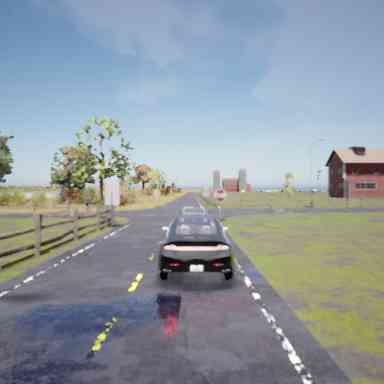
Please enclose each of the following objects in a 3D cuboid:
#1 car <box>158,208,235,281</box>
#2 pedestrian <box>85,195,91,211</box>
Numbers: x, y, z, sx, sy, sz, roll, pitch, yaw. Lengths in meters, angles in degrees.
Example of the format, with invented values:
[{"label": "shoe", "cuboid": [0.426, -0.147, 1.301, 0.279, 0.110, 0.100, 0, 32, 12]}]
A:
[{"label": "car", "cuboid": [0.102, 1.451, 9.717, 2.128, 1.511, 4.902, 0, 0, 0]}, {"label": "pedestrian", "cuboid": [-12.154, 1.258, 38.801, 0.375, 1.860, 0.375, 0, 2, 0]}]
